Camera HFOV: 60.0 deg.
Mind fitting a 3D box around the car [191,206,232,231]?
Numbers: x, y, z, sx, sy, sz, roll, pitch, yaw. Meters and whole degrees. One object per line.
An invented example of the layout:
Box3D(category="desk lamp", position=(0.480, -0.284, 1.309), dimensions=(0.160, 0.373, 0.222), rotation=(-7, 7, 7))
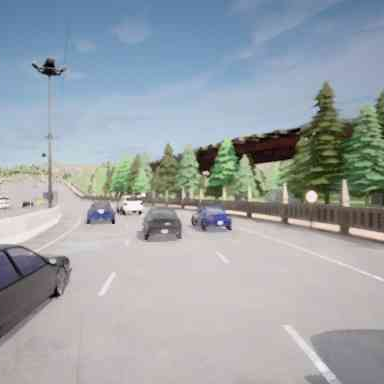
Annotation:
Box3D(category="car", position=(1.193, 1.619, 21.313), dimensions=(1.812, 1.442, 4.674), rotation=(0, 0, -11))

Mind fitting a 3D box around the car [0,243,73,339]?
Box3D(category="car", position=(-3.650, 1.597, 5.579), dimensions=(2.033, 1.411, 5.357), rotation=(0, 0, -4))

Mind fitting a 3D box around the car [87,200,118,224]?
Box3D(category="car", position=(-7.378, 1.526, 26.994), dimensions=(2.097, 1.767, 4.553), rotation=(0, 0, -15))

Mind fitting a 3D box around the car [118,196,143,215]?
Box3D(category="car", position=(-6.973, 1.440, 37.070), dimensions=(2.150, 2.045, 5.566), rotation=(0, 0, -21))

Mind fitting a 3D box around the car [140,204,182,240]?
Box3D(category="car", position=(-1.686, 1.600, 17.822), dimensions=(1.837, 1.490, 4.892), rotation=(0, 0, -10))
